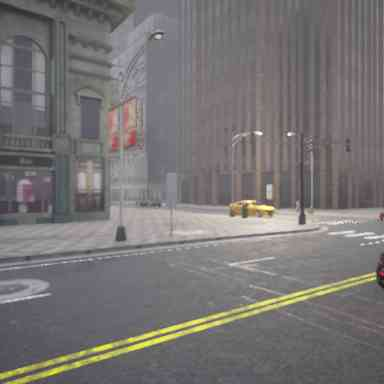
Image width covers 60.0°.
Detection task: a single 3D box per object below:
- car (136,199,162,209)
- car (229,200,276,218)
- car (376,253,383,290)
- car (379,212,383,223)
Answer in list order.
[{"bbox_3d":[-6.146,1.688,47.245,1.895,1.301,4.718,0,0,-36],"label":"car"},{"bbox_3d":[5.572,1.549,31.165,1.882,1.535,5.008,0,0,-36],"label":"car"},{"bbox_3d":[6.003,1.544,7.513,4.674,1.442,1.812,0,0,-34],"label":"car"},{"bbox_3d":[14.826,1.663,21.947,1.895,1.301,4.718,0,0,-13],"label":"car"}]
